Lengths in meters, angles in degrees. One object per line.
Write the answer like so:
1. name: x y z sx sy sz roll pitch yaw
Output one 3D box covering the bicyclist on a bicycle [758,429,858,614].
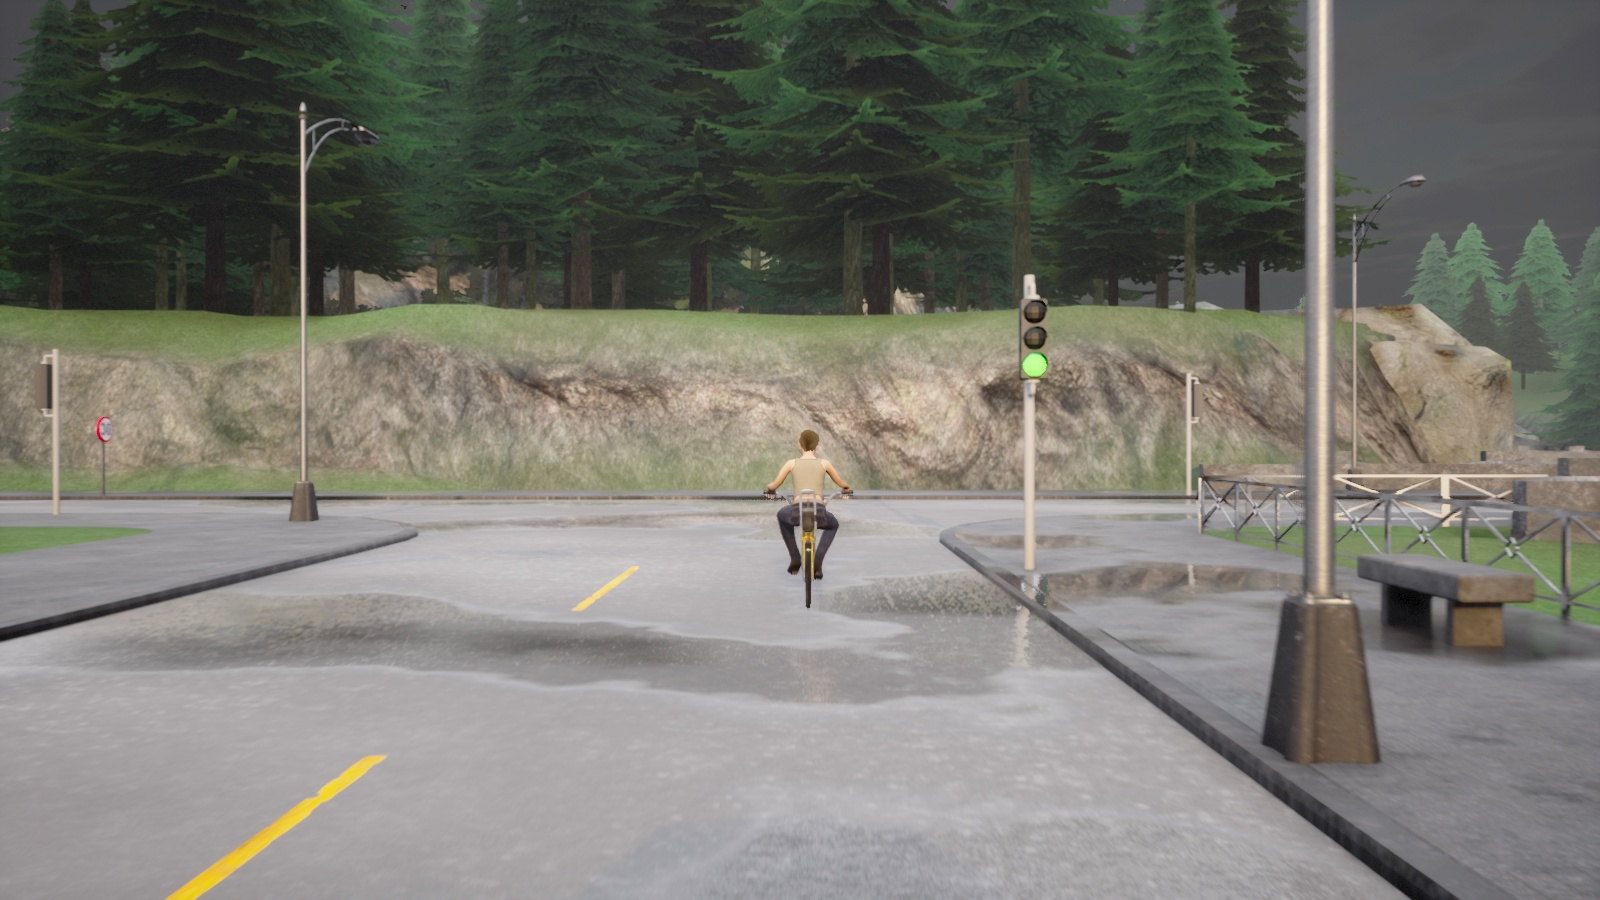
1. bicyclist on a bicycle: 0.078 0.617 11.714 0.866 1.612 1.509 0 0 1
